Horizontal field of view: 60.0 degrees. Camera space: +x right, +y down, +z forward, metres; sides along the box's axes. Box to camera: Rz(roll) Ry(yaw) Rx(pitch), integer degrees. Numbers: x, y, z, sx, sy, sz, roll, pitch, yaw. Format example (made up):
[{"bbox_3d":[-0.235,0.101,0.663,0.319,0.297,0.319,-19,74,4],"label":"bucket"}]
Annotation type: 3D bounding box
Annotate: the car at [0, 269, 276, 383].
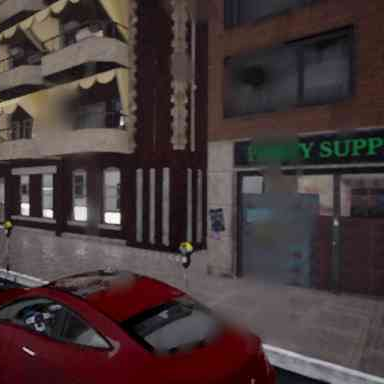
[{"bbox_3d":[-1.191,1.562,3.723,4.206,1.307,1.802,0,0,35],"label":"car"}]
